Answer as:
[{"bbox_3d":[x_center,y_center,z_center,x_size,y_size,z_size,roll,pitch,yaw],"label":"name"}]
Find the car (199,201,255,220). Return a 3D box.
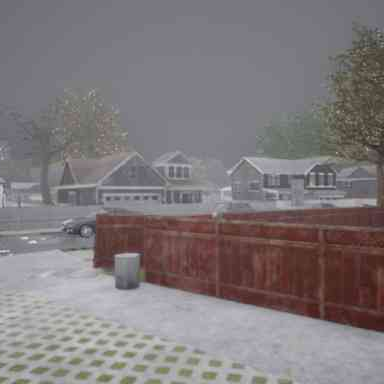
[{"bbox_3d":[2.563,1.539,24.198,4.553,1.767,2.097,0,-1,-35],"label":"car"}]

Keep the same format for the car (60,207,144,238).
[{"bbox_3d":[-4.843,1.660,18.829,4.892,1.490,1.837,0,-1,-37],"label":"car"}]

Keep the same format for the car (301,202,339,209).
[{"bbox_3d":[11.511,1.726,30.284,4.892,1.490,1.837,0,-1,-33],"label":"car"}]
